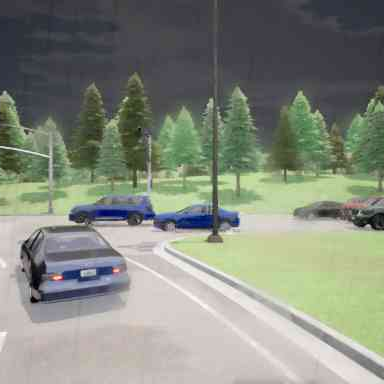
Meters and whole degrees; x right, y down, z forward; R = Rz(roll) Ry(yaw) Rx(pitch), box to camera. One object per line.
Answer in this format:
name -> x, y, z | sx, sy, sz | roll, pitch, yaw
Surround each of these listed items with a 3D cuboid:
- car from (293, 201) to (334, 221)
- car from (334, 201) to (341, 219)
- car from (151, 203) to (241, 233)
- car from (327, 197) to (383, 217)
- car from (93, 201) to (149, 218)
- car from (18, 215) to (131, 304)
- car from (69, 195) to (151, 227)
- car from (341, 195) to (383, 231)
car -> 10.751, 1.505, 27.177 | 4.892, 1.490, 1.837 | 0, 0, -5
car -> 13.596, 1.221, 23.898 | 5.566, 2.045, 2.150 | 0, 0, -5
car -> 0.298, 1.478, 19.308 | 5.008, 1.535, 1.882 | 0, 0, -5
car -> 15.275, 1.352, 31.056 | 4.553, 1.767, 2.097 | 0, 0, -5
car -> -6.165, 1.527, 29.314 | 4.674, 1.442, 1.812 | 0, 0, -5
car -> -3.179, 1.548, 8.346 | 2.033, 1.411, 5.357 | 0, 0, -30
car -> -5.289, 1.224, 22.362 | 5.566, 2.045, 2.150 | 0, 0, -5
car -> 12.488, 1.222, 20.293 | 5.566, 2.045, 2.150 | 0, 0, -4
